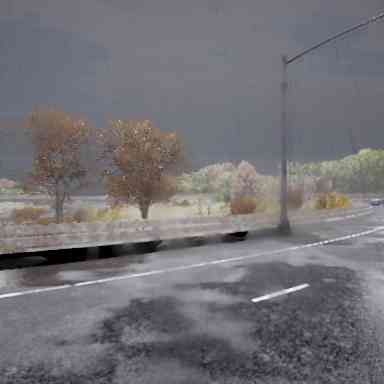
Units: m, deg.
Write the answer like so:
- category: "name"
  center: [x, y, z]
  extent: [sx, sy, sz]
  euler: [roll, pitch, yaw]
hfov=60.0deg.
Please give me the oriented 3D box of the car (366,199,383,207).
- category: "car"
  center: [38.564, 2.308, 71.338]
  extent: [1.882, 1.535, 5.008]
  euler: [0, -1, 9]

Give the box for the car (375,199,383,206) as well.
- category: "car"
  center: [47.378, 2.602, 82.439]
  extent: [1.837, 1.490, 4.892]
  euler: [0, -1, 4]
